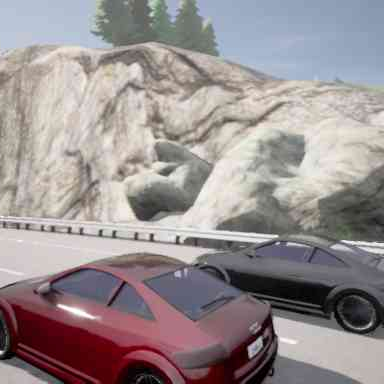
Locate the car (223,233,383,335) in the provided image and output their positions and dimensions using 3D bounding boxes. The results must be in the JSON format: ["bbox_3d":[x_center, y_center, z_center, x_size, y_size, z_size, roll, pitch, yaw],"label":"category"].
[{"bbox_3d":[1.947,1.547,6.755,4.181,1.385,1.994,0,0,35],"label":"car"}]

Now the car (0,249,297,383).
[{"bbox_3d":[-1.005,1.553,4.537,4.181,1.385,1.994,0,0,34],"label":"car"}]
